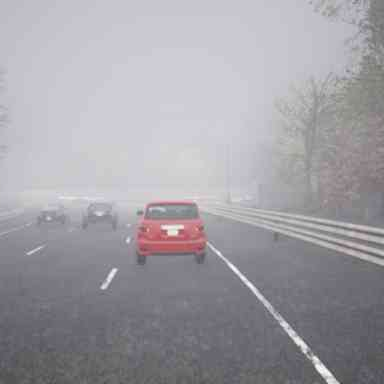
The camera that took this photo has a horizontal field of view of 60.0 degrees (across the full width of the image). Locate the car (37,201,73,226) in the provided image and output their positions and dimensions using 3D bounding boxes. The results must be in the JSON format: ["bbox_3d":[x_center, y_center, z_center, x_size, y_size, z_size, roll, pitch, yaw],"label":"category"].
[{"bbox_3d":[-10.192,1.626,24.638,1.812,1.442,4.674,0,0,-14],"label":"car"}]

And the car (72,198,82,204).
[{"bbox_3d":[-22.690,1.851,67.046,1.895,1.301,4.718,0,0,-38],"label":"car"}]

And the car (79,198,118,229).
[{"bbox_3d":[-6.169,1.433,22.728,2.097,1.767,4.553,0,0,-12],"label":"car"}]

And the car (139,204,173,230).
[{"bbox_3d":[-2.548,1.592,22.575,1.812,1.442,4.674,0,0,-12],"label":"car"}]

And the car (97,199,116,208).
[{"bbox_3d":[-13.494,1.783,52.337,1.895,1.301,4.718,0,0,-28],"label":"car"}]

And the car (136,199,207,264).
[{"bbox_3d":[-0.839,1.255,12.139,2.150,2.045,5.566,0,0,-6],"label":"car"}]
